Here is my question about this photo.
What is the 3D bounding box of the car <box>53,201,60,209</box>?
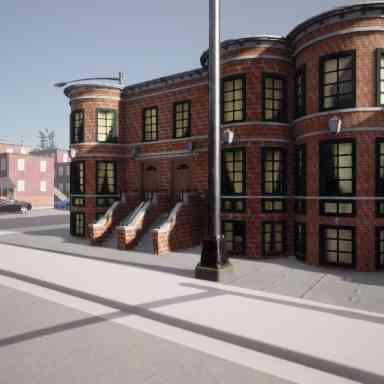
[{"bbox_3d":[-15.729,1.478,43.828,1.882,1.535,5.008,0,0,35],"label":"car"}]

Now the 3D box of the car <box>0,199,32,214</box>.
[{"bbox_3d":[-18.767,1.491,33.567,2.128,1.511,4.902,0,0,36],"label":"car"}]

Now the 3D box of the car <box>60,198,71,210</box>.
[{"bbox_3d":[-13.327,1.599,41.167,1.895,1.301,4.718,0,0,36],"label":"car"}]
